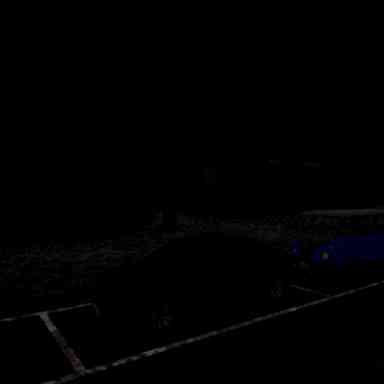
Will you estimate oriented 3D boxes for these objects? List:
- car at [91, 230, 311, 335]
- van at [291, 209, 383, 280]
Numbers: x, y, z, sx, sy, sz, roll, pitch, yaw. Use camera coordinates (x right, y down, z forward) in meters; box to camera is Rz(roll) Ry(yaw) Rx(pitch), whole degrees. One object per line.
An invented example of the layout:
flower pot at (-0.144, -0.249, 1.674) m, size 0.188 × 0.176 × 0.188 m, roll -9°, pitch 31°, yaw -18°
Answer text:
car at (0.202, 1.592, 6.771) m, size 4.313 × 1.339 × 1.947 m, roll 0°, pitch 0°, yaw -35°
van at (4.651, 1.403, 9.899) m, size 3.998 × 1.788 × 1.690 m, roll 0°, pitch 0°, yaw -35°
